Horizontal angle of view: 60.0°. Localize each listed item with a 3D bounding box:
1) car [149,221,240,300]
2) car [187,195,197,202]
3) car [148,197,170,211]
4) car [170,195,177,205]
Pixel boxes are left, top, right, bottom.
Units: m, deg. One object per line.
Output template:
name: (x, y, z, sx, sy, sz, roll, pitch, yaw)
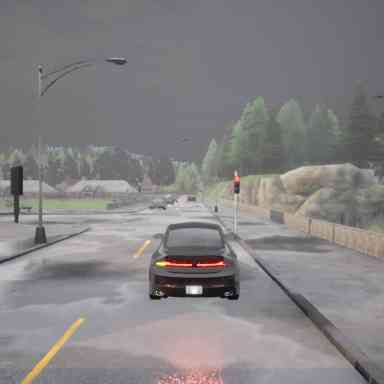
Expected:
car: (0.057, 1.505, 8.381, 1.837, 1.490, 4.892, 0, 0, 0)
car: (-0.032, 1.324, 70.999, 1.882, 1.535, 5.008, 0, 0, 0)
car: (-4.122, 1.526, 40.854, 1.812, 1.442, 4.674, 0, 0, 0)
car: (-4.111, 1.563, 56.664, 1.994, 1.385, 4.181, 0, 0, 0)
